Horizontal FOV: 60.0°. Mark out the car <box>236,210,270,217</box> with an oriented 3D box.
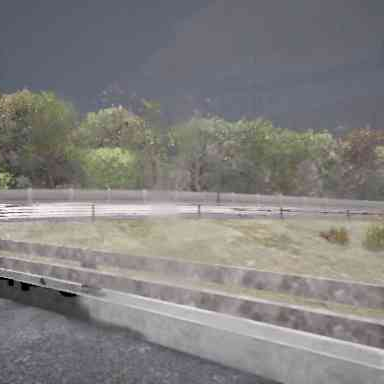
[{"bbox_3d":[7.770,2.516,42.918,4.718,1.301,1.895,3,-2,-24],"label":"car"}]
